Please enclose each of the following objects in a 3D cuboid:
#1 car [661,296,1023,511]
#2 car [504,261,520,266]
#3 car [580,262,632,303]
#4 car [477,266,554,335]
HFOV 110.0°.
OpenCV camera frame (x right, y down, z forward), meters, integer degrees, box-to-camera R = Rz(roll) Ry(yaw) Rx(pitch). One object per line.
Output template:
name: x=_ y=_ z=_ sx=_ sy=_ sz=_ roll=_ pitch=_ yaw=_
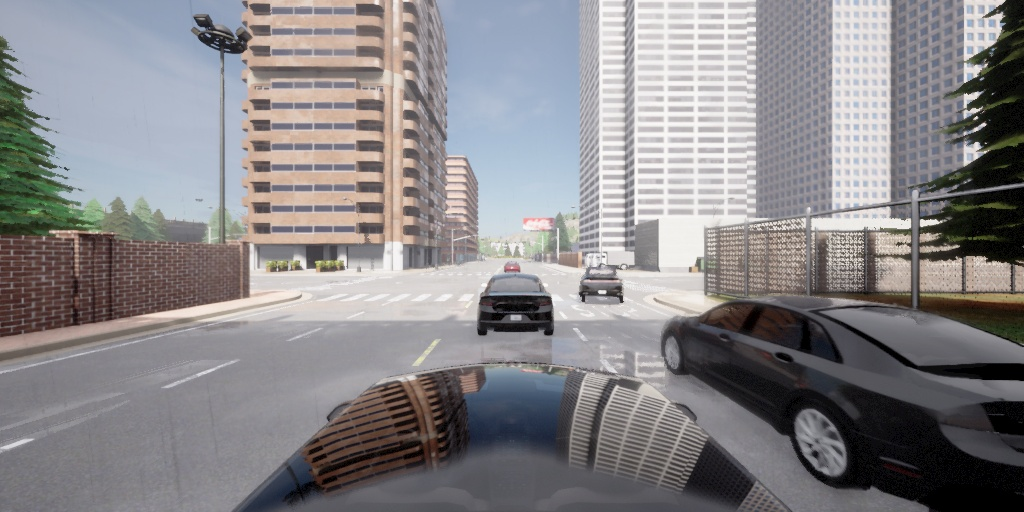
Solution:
car: x=3.598 y=1.255 z=4.543 sx=1.837 sy=1.490 sz=4.892 roll=0 pitch=0 yaw=0
car: x=0.018 y=1.314 z=44.438 sx=1.994 sy=1.385 sz=4.181 roll=0 pitch=0 yaw=-1
car: x=4.241 y=1.239 z=16.931 sx=2.128 sy=1.511 sz=4.902 roll=0 pitch=0 yaw=14
car: x=0.084 y=1.228 z=10.489 sx=1.882 sy=1.535 sz=5.008 roll=0 pitch=0 yaw=0
